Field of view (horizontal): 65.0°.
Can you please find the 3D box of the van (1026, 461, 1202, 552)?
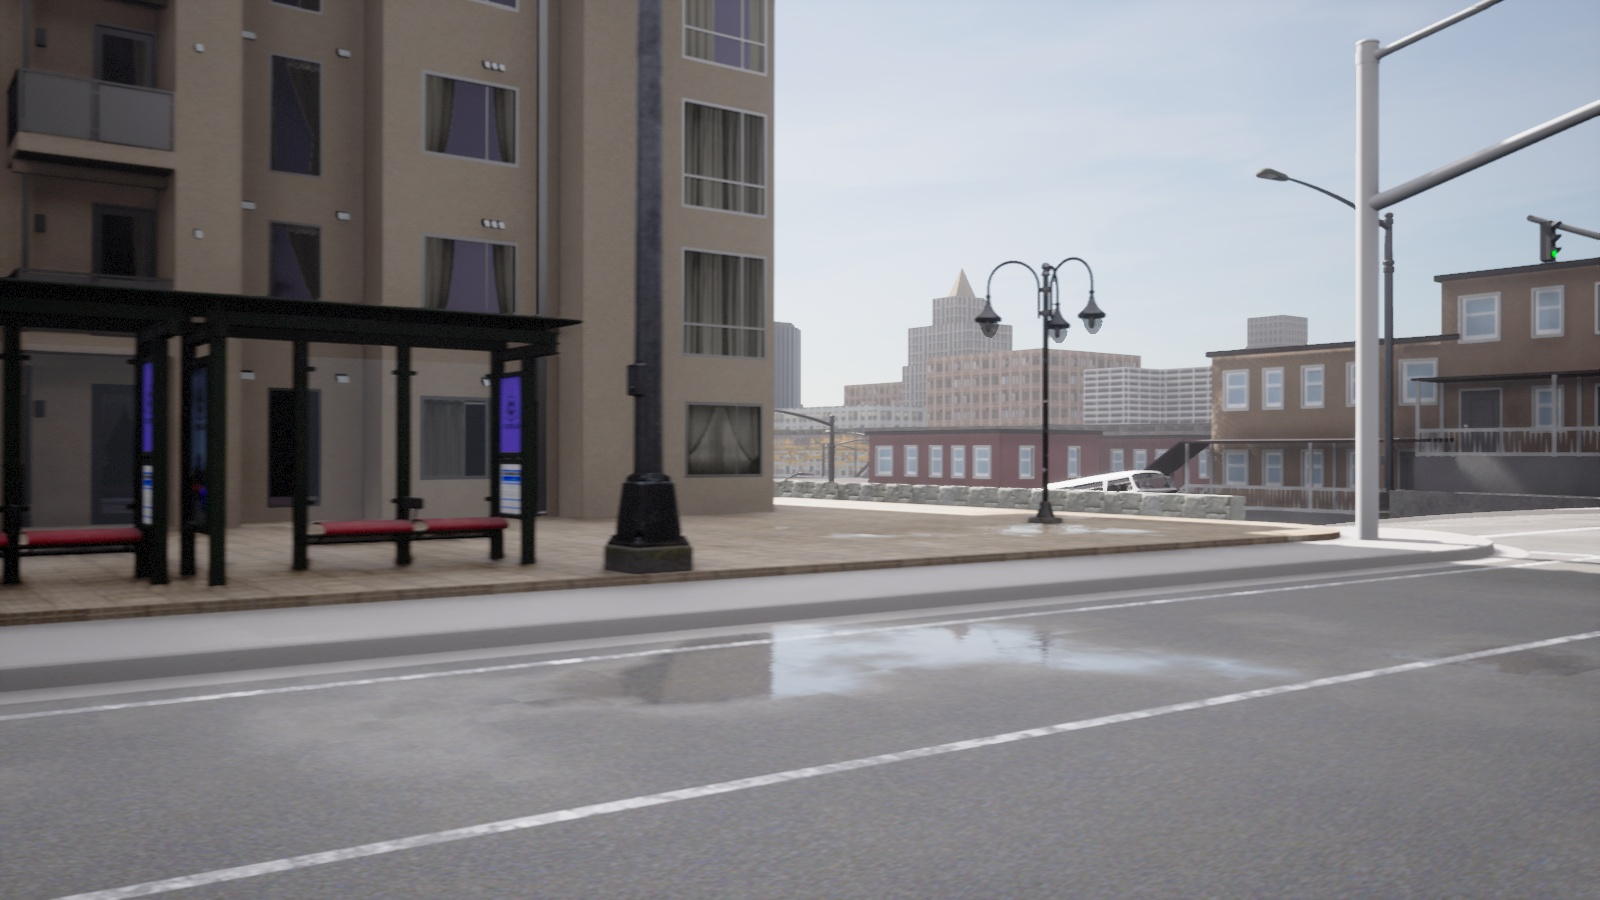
[{"bbox_3d":[9.038,1.682,36.490,2.069,2.038,4.480,0,-10,-36],"label":"van"}]
